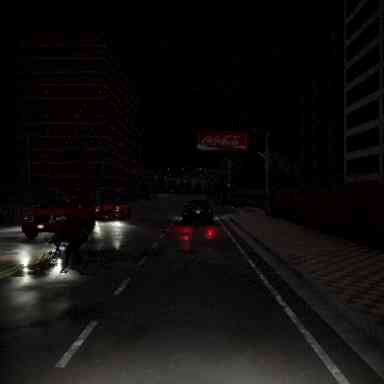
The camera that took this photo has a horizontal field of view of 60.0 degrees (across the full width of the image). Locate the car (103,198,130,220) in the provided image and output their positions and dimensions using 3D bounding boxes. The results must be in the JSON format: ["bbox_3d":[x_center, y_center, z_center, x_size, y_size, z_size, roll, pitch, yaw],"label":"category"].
[{"bbox_3d":[-6.616,1.352,28.069,2.097,1.767,4.553,0,0,1],"label":"car"}]

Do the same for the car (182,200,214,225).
[{"bbox_3d":[0.427,1.352,24.010,2.097,1.767,4.553,0,0,1],"label":"car"}]

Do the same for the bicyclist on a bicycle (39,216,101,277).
[{"bbox_3d":[-3.250,1.455,8.790,1.656,1.620,0.582,-2,0,1],"label":"bicyclist on a bicycle"}]

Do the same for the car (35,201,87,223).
[{"bbox_3d":[-10.150,1.492,26.213,2.128,1.511,4.902,0,0,1],"label":"car"}]

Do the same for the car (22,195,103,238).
[{"bbox_3d":[-6.841,1.221,17.899,2.150,2.045,5.566,0,0,1],"label":"car"}]
